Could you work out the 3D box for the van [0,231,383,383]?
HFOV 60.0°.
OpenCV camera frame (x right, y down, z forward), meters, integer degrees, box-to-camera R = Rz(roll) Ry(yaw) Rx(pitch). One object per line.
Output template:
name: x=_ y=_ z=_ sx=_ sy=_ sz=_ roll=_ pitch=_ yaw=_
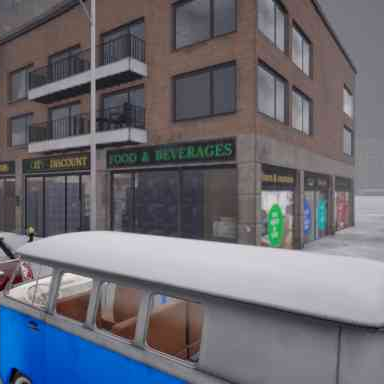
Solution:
van: x=-0.190 y=1.341 z=2.980 sx=3.998 sy=1.788 sz=1.690 roll=0 pitch=0 yaw=35
